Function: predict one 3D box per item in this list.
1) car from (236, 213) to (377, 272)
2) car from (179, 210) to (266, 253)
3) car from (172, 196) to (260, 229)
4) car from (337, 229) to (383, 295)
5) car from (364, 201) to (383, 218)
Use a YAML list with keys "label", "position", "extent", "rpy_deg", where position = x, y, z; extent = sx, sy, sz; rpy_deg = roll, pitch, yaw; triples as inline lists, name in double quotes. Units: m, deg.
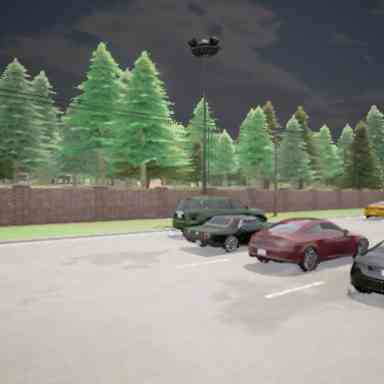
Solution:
- label: "car"
  position: [3.857, 1.550, 10.806]
  extent: [4.674, 1.442, 1.812]
  rpy_deg: [0, 0, -36]
- label: "car"
  position: [2.055, 1.626, 13.805]
  extent: [4.718, 1.301, 1.895]
  rpy_deg: [0, 0, -35]
- label: "car"
  position: [1.584, 1.253, 17.765]
  extent: [5.566, 2.045, 2.150]
  rpy_deg: [0, 0, -35]
- label: "car"
  position: [5.519, 1.587, 7.677]
  extent: [4.181, 1.385, 1.994]
  rpy_deg: [0, 0, -35]
- label: "car"
  position: [16.779, 1.556, 28.590]
  extent: [5.008, 1.535, 1.882]
  rpy_deg: [0, 0, -35]
